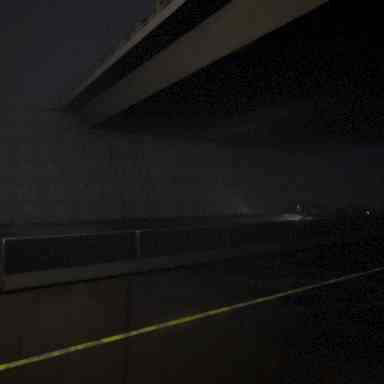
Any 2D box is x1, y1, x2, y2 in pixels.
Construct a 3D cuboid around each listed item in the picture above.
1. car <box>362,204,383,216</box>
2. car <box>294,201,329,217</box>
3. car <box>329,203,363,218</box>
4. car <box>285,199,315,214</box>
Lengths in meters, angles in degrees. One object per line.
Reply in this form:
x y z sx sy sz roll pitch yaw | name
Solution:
17.459 1.922 29.565 4.718 1.301 1.895 1 0 -36 | car
13.347 1.926 35.229 4.718 1.301 1.895 1 0 -36 | car
16.024 1.809 32.844 5.008 1.535 1.882 1 0 -36 | car
13.020 1.701 39.305 4.553 1.767 2.097 1 0 -36 | car
